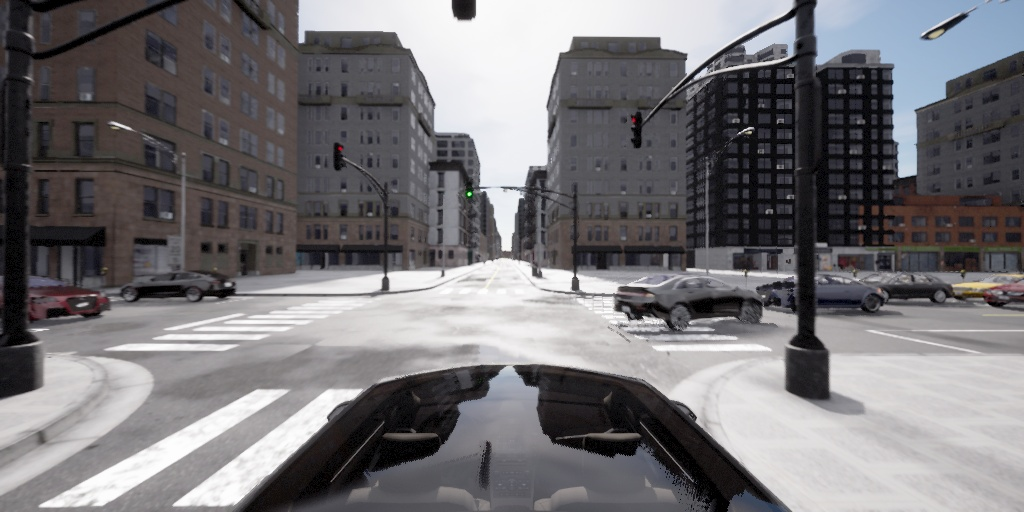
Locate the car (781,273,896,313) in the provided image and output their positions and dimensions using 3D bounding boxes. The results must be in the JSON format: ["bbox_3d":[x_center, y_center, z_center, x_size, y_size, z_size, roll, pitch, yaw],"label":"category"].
[{"bbox_3d":[11.847,1.403,14.086,4.181,1.385,1.994,0,0,-1],"label":"car"}]

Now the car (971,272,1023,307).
[{"bbox_3d":[21.794,1.400,14.221,4.674,1.442,1.812,0,0,-1],"label":"car"}]

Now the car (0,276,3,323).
[{"bbox_3d":[-14.884,1.263,8.257,4.313,1.339,1.948,0,0,-1],"label":"car"}]

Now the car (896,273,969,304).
[{"bbox_3d":[17.737,1.433,16.700,4.403,1.370,2.007,0,0,-1],"label":"car"}]

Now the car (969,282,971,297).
[{"bbox_3d":[23.246,1.428,16.771,4.829,1.417,1.751,0,0,-1],"label":"car"}]

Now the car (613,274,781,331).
[{"bbox_3d":[5.434,1.281,10.968,4.902,1.511,2.128,0,-1,-23],"label":"car"}]

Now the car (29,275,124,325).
[{"bbox_3d":[-14.952,1.283,10.802,4.181,1.385,1.994,0,-1,-1],"label":"car"}]

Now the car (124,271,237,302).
[{"bbox_3d":[-14.988,1.333,16.282,4.313,1.339,1.948,0,0,-1],"label":"car"}]
